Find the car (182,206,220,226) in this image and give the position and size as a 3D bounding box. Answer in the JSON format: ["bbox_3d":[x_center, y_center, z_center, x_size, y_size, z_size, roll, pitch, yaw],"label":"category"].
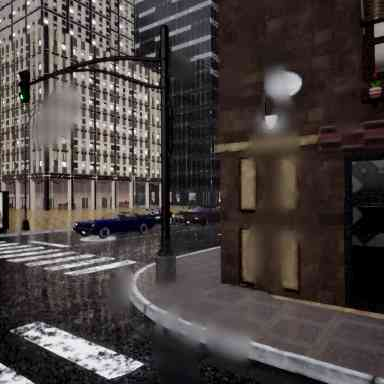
[{"bbox_3d":[1.259,1.922,27.109,2.033,1.411,5.357,-1,-1,35],"label":"car"}]

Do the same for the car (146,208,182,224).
[{"bbox_3d":[-3.134,1.893,25.600,2.008,1.369,4.403,-2,-2,35],"label":"car"}]

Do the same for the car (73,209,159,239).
[{"bbox_3d":[-4.364,1.835,19.155,1.895,1.301,4.718,-1,-1,36],"label":"car"}]

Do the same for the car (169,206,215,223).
[{"bbox_3d":[0.059,1.974,30.163,2.008,1.369,4.403,-2,-2,35],"label":"car"}]
